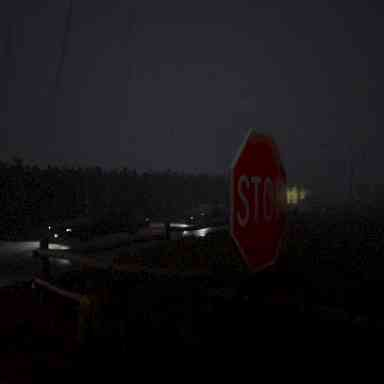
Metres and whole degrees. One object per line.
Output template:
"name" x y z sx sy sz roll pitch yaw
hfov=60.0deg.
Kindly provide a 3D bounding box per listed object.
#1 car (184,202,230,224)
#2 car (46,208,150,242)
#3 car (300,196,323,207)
"car" 1.329 1.519 25.051 1.812 1.442 4.674 0 0 35
"car" -4.490 1.548 16.897 2.033 1.411 5.357 0 0 35
"car" 16.327 1.283 45.433 2.128 1.511 4.902 0 1 2
